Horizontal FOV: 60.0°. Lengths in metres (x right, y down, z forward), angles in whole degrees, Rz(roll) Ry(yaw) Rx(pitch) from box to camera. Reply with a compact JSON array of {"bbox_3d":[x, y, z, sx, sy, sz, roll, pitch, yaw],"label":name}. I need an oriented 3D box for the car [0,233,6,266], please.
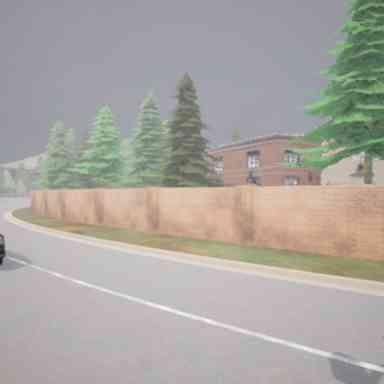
[{"bbox_3d":[-7.601,1.544,10.703,4.902,1.511,2.128,0,0,43],"label":"car"}]
